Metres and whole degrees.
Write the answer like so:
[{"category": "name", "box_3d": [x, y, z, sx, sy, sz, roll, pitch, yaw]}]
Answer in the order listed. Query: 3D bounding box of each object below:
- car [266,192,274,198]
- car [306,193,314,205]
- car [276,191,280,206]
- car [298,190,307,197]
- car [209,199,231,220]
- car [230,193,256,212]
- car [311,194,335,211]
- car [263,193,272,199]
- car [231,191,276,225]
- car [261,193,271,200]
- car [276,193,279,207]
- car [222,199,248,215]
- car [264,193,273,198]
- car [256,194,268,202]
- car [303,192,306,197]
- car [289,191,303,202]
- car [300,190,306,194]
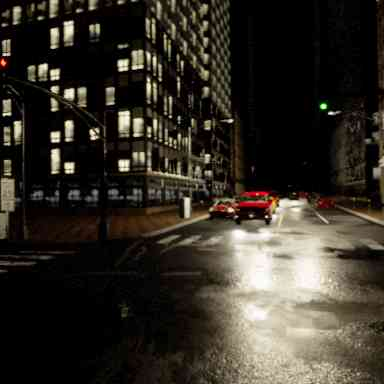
[{"category": "car", "box_3d": [21.194, 0.798, 90.345, 1.887, 1.381, 4.507, 0, 1, 16]}, {"category": "car", "box_3d": [16.919, 1.032, 45.400, 1.752, 1.417, 4.829, 0, 1, 16]}, {"category": "car", "box_3d": [10.157, 0.863, 42.899, 2.150, 2.045, 5.566, -1, 0, 16]}, {"category": "car", "box_3d": [29.266, 0.427, 88.095, 2.192, 1.841, 5.009, 0, 1, 16]}, {"category": "car", "box_3d": [2.608, 1.288, 26.078, 1.967, 1.590, 4.097, 0, 1, 16]}, {"category": "car", "box_3d": [5.706, 1.064, 36.788, 2.192, 1.841, 5.009, 0, 1, 16]}, {"category": "car", "box_3d": [13.771, 1.190, 34.521, 1.802, 1.307, 4.206, 0, 1, 16]}, {"category": "car", "box_3d": [18.096, 0.902, 79.634, 2.008, 1.369, 4.403, 0, 1, 16]}, {"category": "car", "box_3d": [4.342, 1.050, 22.798, 2.150, 2.045, 5.566, -1, 0, 16]}, {"category": "car", "box_3d": [16.547, 0.946, 74.279, 1.887, 1.381, 4.507, 0, 1, 16]}, {"category": "car", "box_3d": [7.239, 1.213, 32.817, 1.882, 1.535, 5.008, -1, 0, 16]}, {"category": "car", "box_3d": [4.157, 1.380, 31.435, 1.802, 1.307, 4.206, 0, 1, 16]}, {"category": "car", "box_3d": [19.645, 0.868, 84.990, 1.947, 1.339, 4.313, 0, 1, 16]}, {"category": "car", "box_3d": [13.450, 1.045, 63.568, 1.887, 1.381, 4.507, 0, 1, 16]}, {"category": "car", "box_3d": [18.420, 1.024, 50.595, 1.947, 1.339, 4.313, 0, 1, 16]}, {"category": "car", "box_3d": [18.386, 0.970, 59.891, 2.033, 1.411, 5.357, -1, 0, 16]}, {"category": "car", "box_3d": [27.717, 0.706, 82.739, 1.887, 1.381, 4.507, 0, 1, 16]}]
